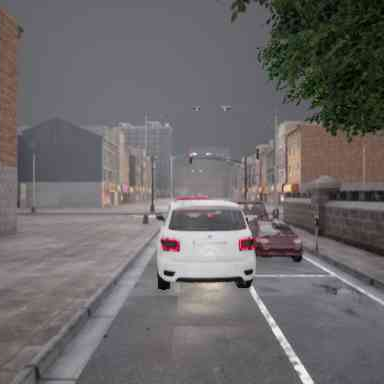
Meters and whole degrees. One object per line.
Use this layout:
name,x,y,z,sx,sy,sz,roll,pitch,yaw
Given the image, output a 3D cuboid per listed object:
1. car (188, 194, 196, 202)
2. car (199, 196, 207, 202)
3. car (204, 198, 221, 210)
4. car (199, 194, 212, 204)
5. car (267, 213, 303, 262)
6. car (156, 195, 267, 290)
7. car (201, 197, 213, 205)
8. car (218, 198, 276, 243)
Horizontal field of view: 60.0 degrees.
car,-0.040,1.486,83.865,2.097,1.767,4.553,0,0,0
car,2.604,1.706,81.737,1.802,1.307,4.206,0,0,0
car,2.623,1.570,43.675,1.887,1.381,4.507,1,0,0
car,2.615,1.388,65.425,2.192,1.841,5.009,1,0,0
car,2.638,1.578,11.796,1.802,1.307,4.206,1,0,0
car,0.179,1.218,9.239,2.150,2.045,5.566,0,0,-4
car,2.615,1.604,59.987,1.887,1.381,4.507,1,0,0
car,2.638,1.313,17.245,2.192,1.841,5.009,1,0,0
